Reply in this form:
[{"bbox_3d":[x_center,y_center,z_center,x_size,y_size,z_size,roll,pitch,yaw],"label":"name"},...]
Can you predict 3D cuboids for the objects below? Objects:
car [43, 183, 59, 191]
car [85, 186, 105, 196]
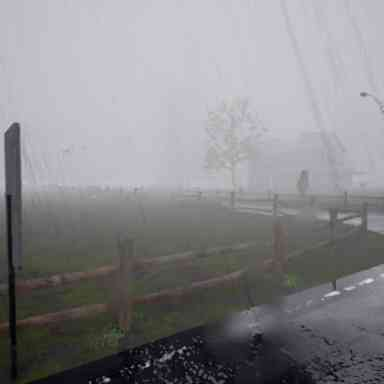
[{"bbox_3d":[-36.135,-1.446,86.351,2.150,2.045,5.566,-1,2,-35],"label":"car"},{"bbox_3d":[-15.398,-0.215,52.488,1.837,1.490,4.892,-1,2,-35],"label":"car"}]
